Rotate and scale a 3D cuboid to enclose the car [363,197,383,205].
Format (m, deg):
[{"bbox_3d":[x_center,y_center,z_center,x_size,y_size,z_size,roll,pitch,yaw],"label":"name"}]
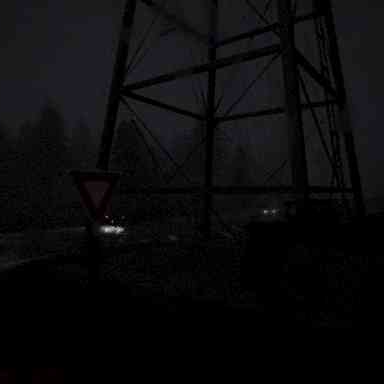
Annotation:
[{"bbox_3d":[31.134,1.461,55.851,4.181,1.381,1.994,-1,0,35],"label":"car"}]

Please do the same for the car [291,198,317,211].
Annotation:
[{"bbox_3d":[14.143,1.518,41.850,1.994,1.385,4.181,-1,0,36],"label":"car"}]

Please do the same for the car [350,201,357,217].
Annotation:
[{"bbox_3d":[12.112,1.393,28.870,3.988,1.617,1.851,-1,0,35],"label":"car"}]

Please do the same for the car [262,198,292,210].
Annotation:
[{"bbox_3d":[11.311,1.528,44.068,2.033,1.411,5.357,-1,0,36],"label":"car"}]

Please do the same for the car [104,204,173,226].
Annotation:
[{"bbox_3d":[-3.589,1.531,23.676,2.033,1.411,5.357,-1,0,36],"label":"car"}]

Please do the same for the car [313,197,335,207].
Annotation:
[{"bbox_3d":[19.828,1.458,49.754,1.837,1.490,4.892,-1,0,36],"label":"car"}]

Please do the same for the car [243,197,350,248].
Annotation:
[{"bbox_3d":[4.108,1.252,13.862,3.866,1.878,1.905,0,0,5],"label":"car"}]
